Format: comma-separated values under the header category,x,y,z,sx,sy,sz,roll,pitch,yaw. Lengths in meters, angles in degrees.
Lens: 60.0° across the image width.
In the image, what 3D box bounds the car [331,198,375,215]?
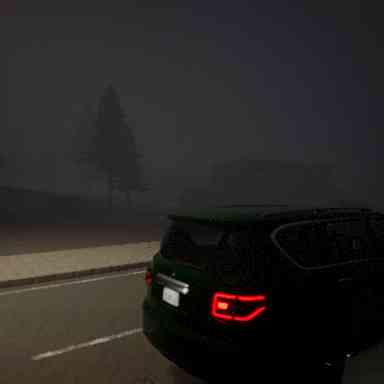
category,x,y,z,sx,sy,sz,roll,pitch,yaw
car,16.621,1.453,34.147,5.008,1.535,1.882,0,0,-35

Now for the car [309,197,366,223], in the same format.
category,x,y,z,sx,sy,sz,roll,pitch,yaw
car,11.563,1.329,26.329,4.553,1.767,2.097,0,0,-35

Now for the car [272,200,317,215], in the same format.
category,x,y,z,sx,sy,sz,roll,pitch,yaw
car,10.600,1.575,34.211,4.718,1.301,1.895,0,0,-35

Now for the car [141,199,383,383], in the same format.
category,x,y,z,sx,sy,sz,roll,pitch,yaw
car,1.954,1.217,5.140,5.566,2.045,2.150,0,0,-36
